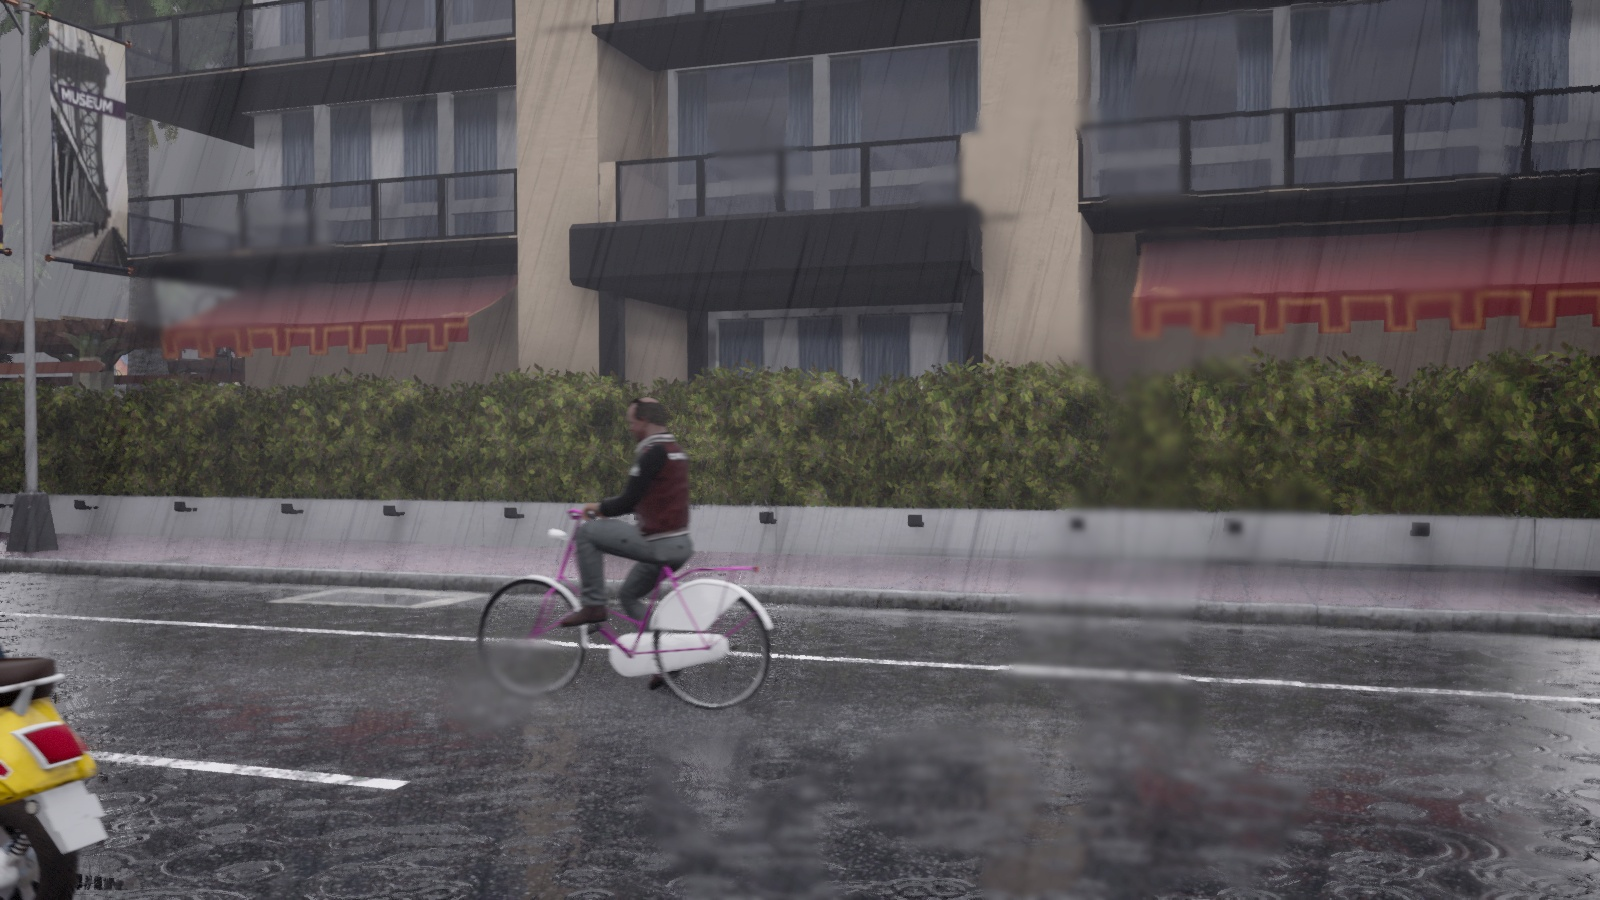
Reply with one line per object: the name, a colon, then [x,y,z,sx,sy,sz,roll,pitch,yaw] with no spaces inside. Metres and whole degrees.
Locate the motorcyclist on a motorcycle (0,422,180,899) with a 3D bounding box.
motorcyclist on a motorcycle: [-3.121,0.702,4.160,1.817,1.590,0.866,1,1,18]

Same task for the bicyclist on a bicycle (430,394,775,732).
bicyclist on a bicycle: [-1.127,0.578,7.192,1.843,1.776,0.659,1,1,18]
